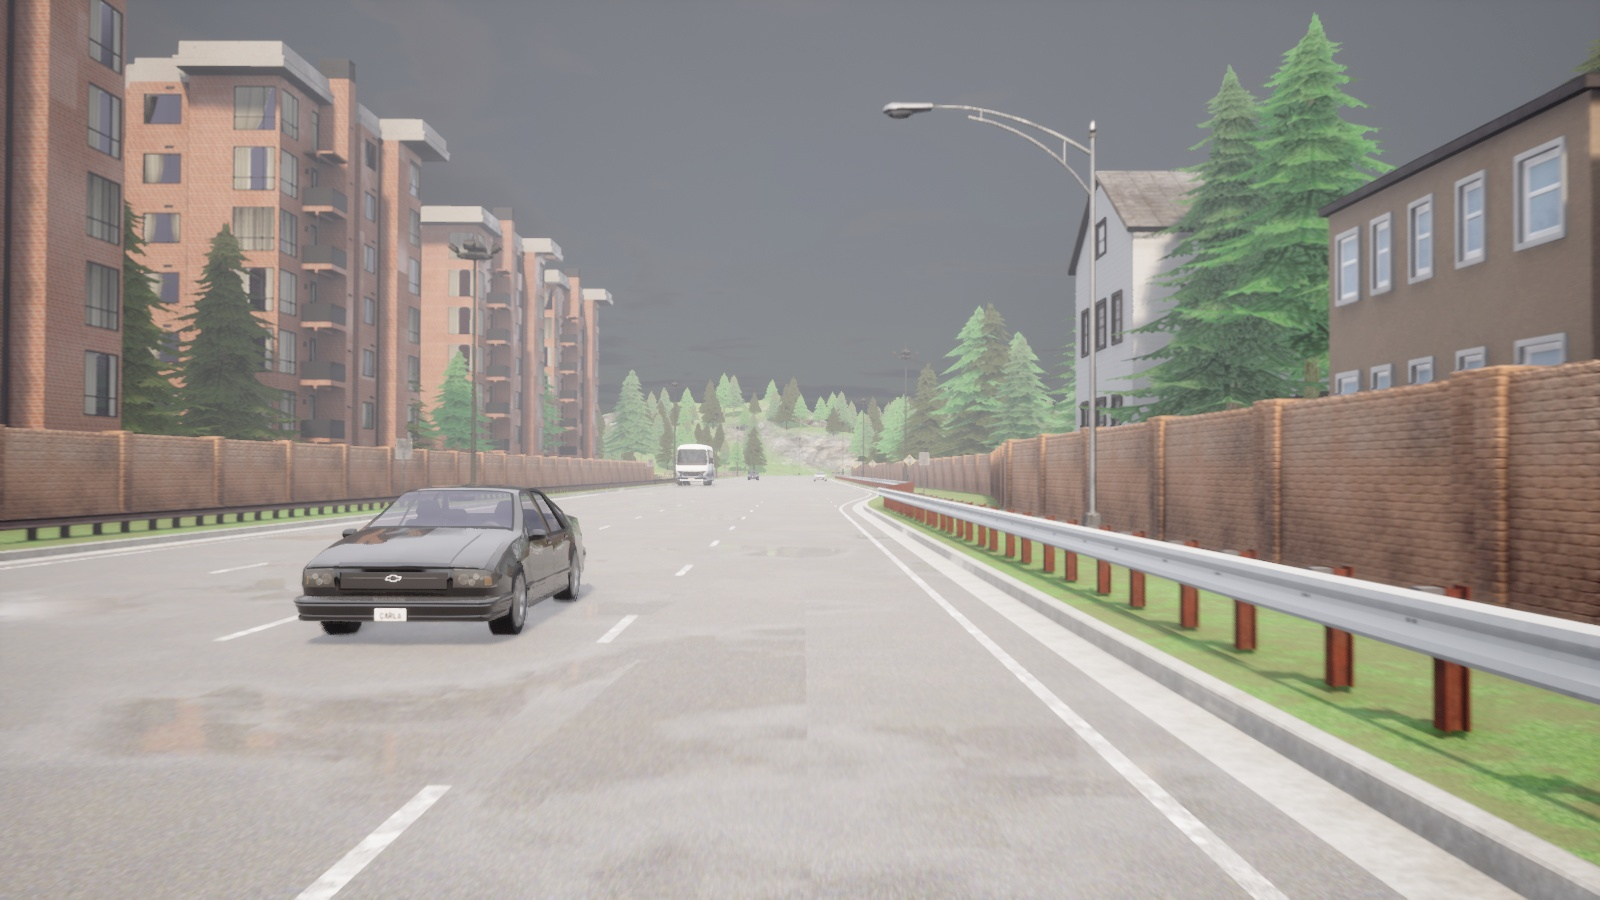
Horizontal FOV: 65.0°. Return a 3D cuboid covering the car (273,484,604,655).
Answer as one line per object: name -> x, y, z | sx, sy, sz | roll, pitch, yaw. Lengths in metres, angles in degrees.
car -> -3.533, 1.102, 13.506 | 2.033, 1.411, 5.357 | 0, -1, 0
